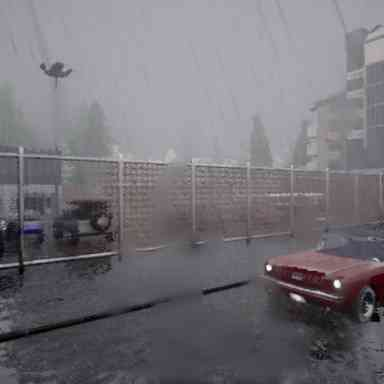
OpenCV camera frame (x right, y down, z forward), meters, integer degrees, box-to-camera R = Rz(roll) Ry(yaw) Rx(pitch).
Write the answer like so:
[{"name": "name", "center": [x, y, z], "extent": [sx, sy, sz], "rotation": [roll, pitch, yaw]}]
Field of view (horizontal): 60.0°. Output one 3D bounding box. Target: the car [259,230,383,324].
[{"name": "car", "center": [3.683, 1.567, 7.220], "extent": [4.718, 1.301, 1.895], "rotation": [0, 0, -35]}]
